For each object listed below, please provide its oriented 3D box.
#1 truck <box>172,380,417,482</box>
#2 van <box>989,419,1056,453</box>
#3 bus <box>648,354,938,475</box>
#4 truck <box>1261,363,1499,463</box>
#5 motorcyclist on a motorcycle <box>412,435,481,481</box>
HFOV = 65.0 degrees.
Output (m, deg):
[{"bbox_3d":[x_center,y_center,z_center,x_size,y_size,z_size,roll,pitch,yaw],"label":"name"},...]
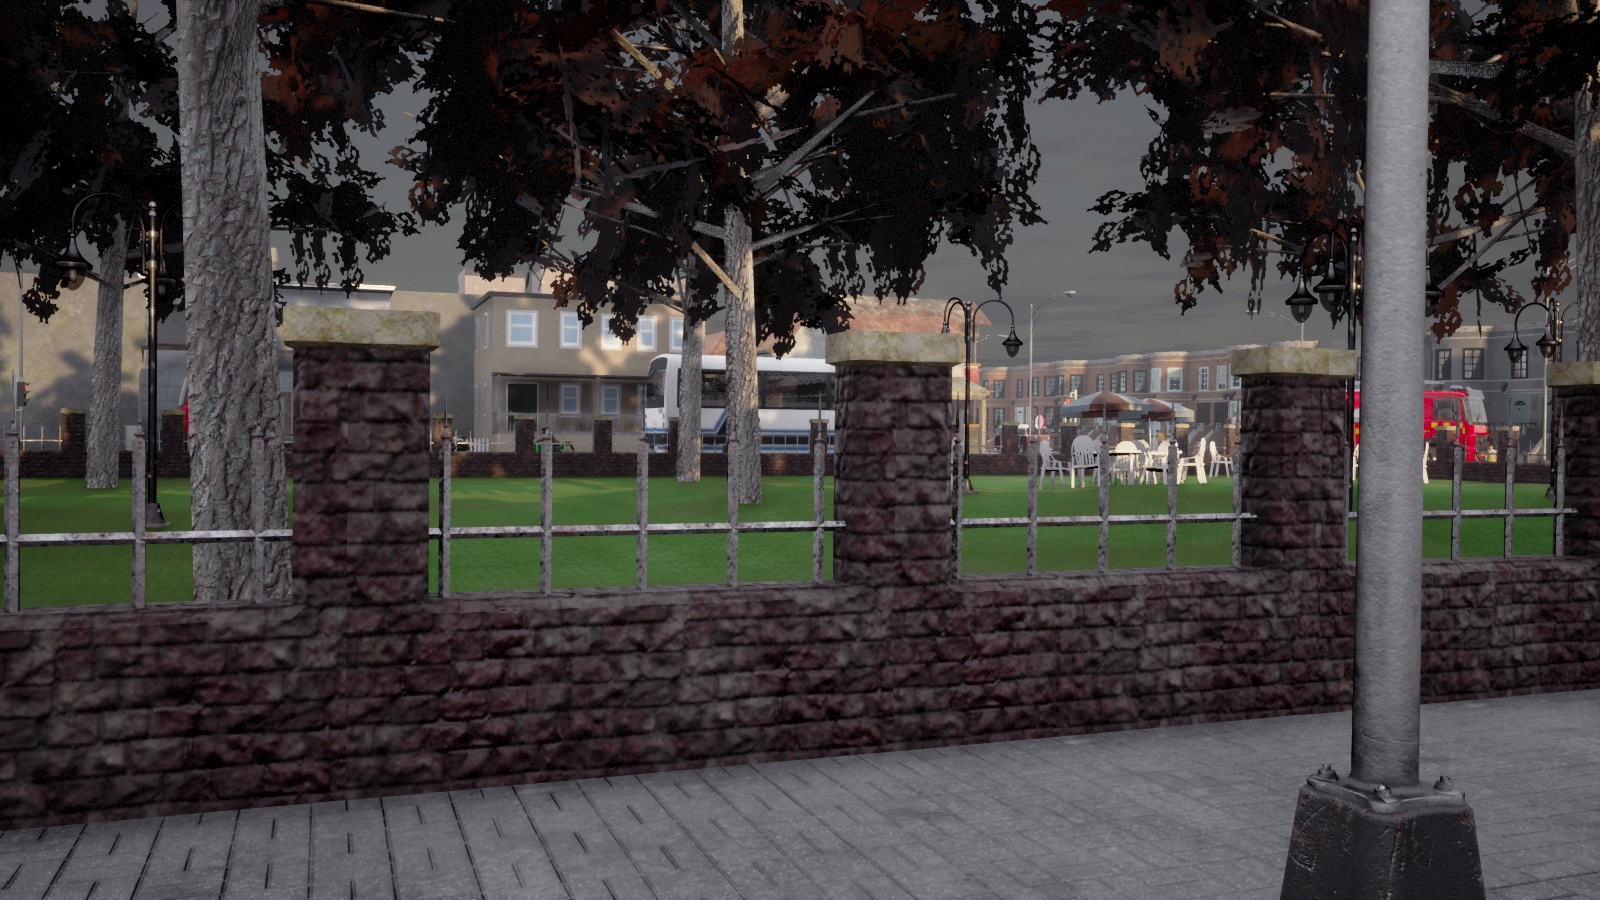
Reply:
[{"bbox_3d":[-18.068,-0.726,45.333,7.936,3.462,2.891,-1,1,-20],"label":"truck"},{"bbox_3d":[13.800,-0.897,78.038,2.069,2.038,4.480,-1,1,-21],"label":"van"},{"bbox_3d":[-0.266,-1.353,47.780,10.273,4.253,3.944,-1,1,-21],"label":"bus"},{"bbox_3d":[23.833,-1.469,51.938,8.468,3.827,2.891,0,1,40],"label":"truck"},{"bbox_3d":[-12.184,0.260,43.293,2.191,1.530,0.866,-1,1,-21],"label":"motorcyclist on a motorcycle"}]
